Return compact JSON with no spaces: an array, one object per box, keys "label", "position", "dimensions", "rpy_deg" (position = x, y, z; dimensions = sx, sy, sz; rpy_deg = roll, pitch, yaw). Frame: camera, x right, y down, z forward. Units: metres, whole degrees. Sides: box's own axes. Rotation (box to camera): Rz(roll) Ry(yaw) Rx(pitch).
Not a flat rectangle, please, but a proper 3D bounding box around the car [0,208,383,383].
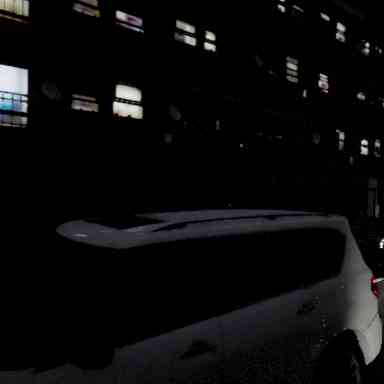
[{"label":"car","position":[-0.467,1.223,3.043],"dimensions":[5.566,2.045,2.150],"rpy_deg":[0,0,-35]}]
